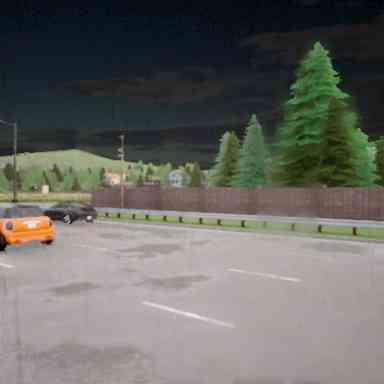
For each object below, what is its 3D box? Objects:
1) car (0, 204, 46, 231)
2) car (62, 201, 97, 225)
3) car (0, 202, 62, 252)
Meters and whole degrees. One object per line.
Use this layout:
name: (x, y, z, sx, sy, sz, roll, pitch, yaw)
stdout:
car: (-11.229, 1.505, 20.590, 4.718, 1.301, 1.895, 0, 0, 35)
car: (-8.655, 1.411, 23.054, 4.892, 1.490, 1.837, 0, 0, 35)
car: (-7.798, 1.286, 13.847, 4.553, 1.767, 2.097, 0, 0, 36)
